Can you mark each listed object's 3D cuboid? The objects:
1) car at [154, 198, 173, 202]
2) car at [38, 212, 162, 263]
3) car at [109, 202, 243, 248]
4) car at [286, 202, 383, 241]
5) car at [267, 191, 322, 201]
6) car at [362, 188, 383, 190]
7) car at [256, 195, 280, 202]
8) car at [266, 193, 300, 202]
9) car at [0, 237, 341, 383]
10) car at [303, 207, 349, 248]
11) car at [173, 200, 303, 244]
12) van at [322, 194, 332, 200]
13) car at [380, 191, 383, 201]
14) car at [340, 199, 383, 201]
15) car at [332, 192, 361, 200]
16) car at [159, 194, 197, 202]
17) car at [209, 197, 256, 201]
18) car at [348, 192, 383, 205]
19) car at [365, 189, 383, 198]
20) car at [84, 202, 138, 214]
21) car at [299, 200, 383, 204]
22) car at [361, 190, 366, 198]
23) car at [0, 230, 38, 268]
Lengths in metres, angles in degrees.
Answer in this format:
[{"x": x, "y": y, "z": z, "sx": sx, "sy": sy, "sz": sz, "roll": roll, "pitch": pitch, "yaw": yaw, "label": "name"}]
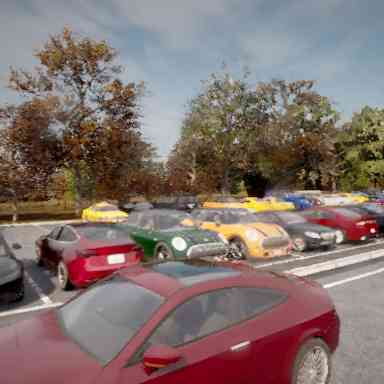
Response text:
[{"x": -3.830, "y": 1.481, "z": 24.862, "sx": 2.097, "sy": 1.535, "sz": 5.008, "roll": -1, "pitch": 0, "yaw": -35, "label": "car"}, {"x": -3.054, "y": 1.566, "z": 9.472, "sx": 2.163, "sy": 1.488, "sz": 4.792, "roll": 0, "pitch": 0, "yaw": -35, "label": "car"}, {"x": -0.771, "y": 1.403, "z": 11.070, "sx": 2.185, "sy": 1.767, "sz": 4.553, "roll": 0, "pitch": 0, "yaw": -35, "label": "car"}, {"x": 6.099, "y": 1.449, "z": 15.830, "sx": 2.097, "sy": 1.535, "sz": 5.008, "roll": -1, "pitch": 1, "yaw": -35, "label": "car"}, {"x": 9.990, "y": 0.916, "z": 34.486, "sx": 2.435, "sy": 2.045, "sz": 5.566, "roll": -2, "pitch": 1, "yaw": -35, "label": "car"}, {"x": 25.961, "y": 0.468, "z": 45.657, "sx": 2.435, "sy": 2.045, "sz": 5.566, "roll": -2, "pitch": 1, "yaw": -35, "label": "car"}, {"x": 5.317, "y": 1.296, "z": 31.246, "sx": 2.097, "sy": 1.535, "sz": 5.008, "roll": -1, "pitch": 1, "yaw": -35, "label": "car"}, {"x": 7.590, "y": 1.227, "z": 33.069, "sx": 1.946, "sy": 1.575, "sz": 5.366, "roll": -2, "pitch": 1, "yaw": -35, "label": "car"}, {"x": -0.295, "y": 1.523, "z": 3.473, "sx": 4.674, "sy": 1.442, "sz": 1.812, "roll": 0, "pitch": 0, "yaw": -35, "label": "car"}, {"x": 3.808, "y": 1.524, "z": 14.239, "sx": 2.002, "sy": 1.452, "sz": 4.674, "roll": -1, "pitch": 1, "yaw": -35, "label": "car"}, {"x": 1.507, "y": 1.385, "z": 12.664, "sx": 2.185, "sy": 1.767, "sz": 4.553, "roll": -1, "pitch": 0, "yaw": -35, "label": "car"}, {"x": 12.323, "y": 0.878, "z": 36.010, "sx": 1.878, "sy": 1.987, "sz": 4.442, "roll": -2, "pitch": 1, "yaw": -35, "label": "van"}, {"x": 30.512, "y": 0.627, "z": 48.878, "sx": 2.002, "sy": 1.452, "sz": 4.674, "roll": -2, "pitch": 1, "yaw": -35, "label": "car"}, {"x": 10.681, "y": 1.386, "z": 19.007, "sx": 2.163, "sy": 1.488, "sz": 4.792, "roll": -1, "pitch": 1, "yaw": -35, "label": "car"}, {"x": 16.822, "y": 1.017, "z": 39.303, "sx": 2.002, "sy": 1.452, "sz": 4.674, "roll": -2, "pitch": 1, "yaw": -35, "label": "car"}, {"x": -1.560, "y": 1.196, "z": 26.477, "sx": 2.435, "sy": 2.045, "sz": 5.566, "roll": -1, "pitch": 1, "yaw": -35, "label": "car"}, {"x": 3.012, "y": 1.229, "z": 29.679, "sx": 2.185, "sy": 1.767, "sz": 4.553, "roll": -1, "pitch": 1, "yaw": -35, "label": "car"}, {"x": 23.650, "y": 0.814, "z": 44.110, "sx": 2.163, "sy": 1.488, "sz": 4.792, "roll": -2, "pitch": 1, "yaw": -35, "label": "car"}, {"x": 15.205, "y": 0.983, "z": 22.242, "sx": 2.435, "sy": 2.045, "sz": 5.566, "roll": -2, "pitch": 1, "yaw": -35, "label": "car"}, {"x": -6.006, "y": 1.504, "z": 23.107, "sx": 1.946, "sy": 1.575, "sz": 5.366, "roll": 0, "pitch": 0, "yaw": -35, "label": "car"}, {"x": 8.383, "y": 1.407, "z": 17.429, "sx": 2.097, "sy": 1.535, "sz": 5.008, "roll": -1, "pitch": 1, "yaw": -35, "label": "car"}, {"x": 19.101, "y": 0.913, "z": 40.900, "sx": 2.097, "sy": 1.535, "sz": 5.008, "roll": -2, "pitch": 1, "yaw": -35, "label": "car"}, {"x": -5.305, "y": 1.567, "z": 7.826, "sx": 2.163, "sy": 1.488, "sz": 4.792, "roll": 0, "pitch": 0, "yaw": -35, "label": "car"}]
